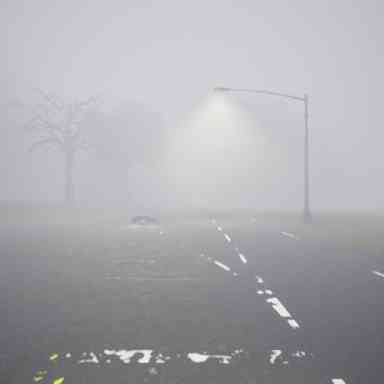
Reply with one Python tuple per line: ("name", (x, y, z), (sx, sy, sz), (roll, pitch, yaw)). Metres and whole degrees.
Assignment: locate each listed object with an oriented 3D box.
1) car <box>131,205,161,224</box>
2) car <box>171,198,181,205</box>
("car", (-3.464, 1.700, 26.133), (2.033, 1.411, 5.357), (0, -1, 0))
("car", (-3.464, 2.050, 72.582), (1.882, 1.535, 5.008), (0, -1, 1))
